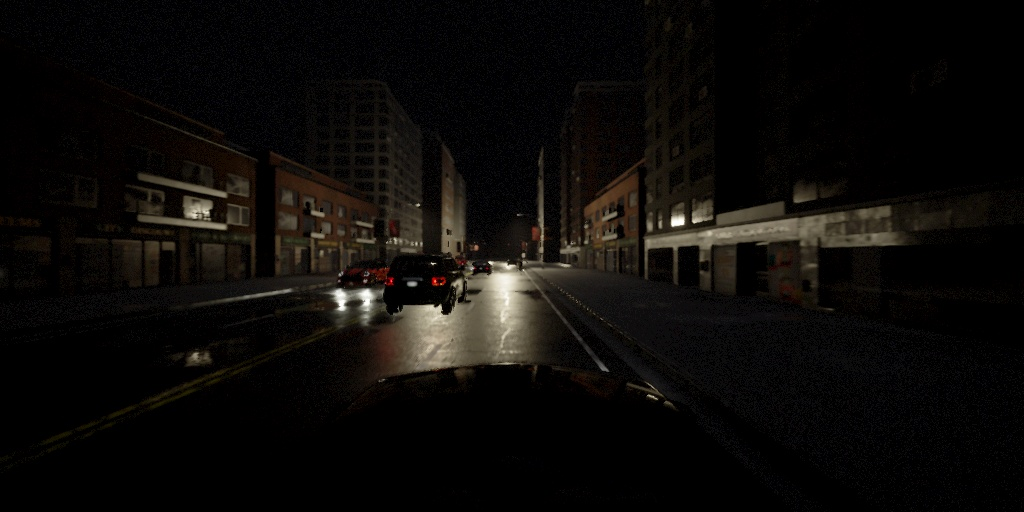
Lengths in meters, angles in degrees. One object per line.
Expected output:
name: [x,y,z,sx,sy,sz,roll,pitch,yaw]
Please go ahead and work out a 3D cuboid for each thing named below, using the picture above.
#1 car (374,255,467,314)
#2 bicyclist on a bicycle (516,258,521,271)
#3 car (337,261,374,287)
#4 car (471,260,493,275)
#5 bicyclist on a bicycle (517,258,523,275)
car: [-3.144,0.972,13.976,2.150,2.045,5.566,0,0,0]
bicyclist on a bicycle: [0.913,1.125,47.866,0.659,1.776,1.843,0,0,0]
car: [-9.836,1.104,24.162,2.097,1.767,4.553,0,0,0]
car: [-3.132,1.300,38.700,2.033,1.411,5.357,0,0,0]
bicyclist on a bicycle: [0.909,1.206,37.394,0.582,1.620,1.656,0,0,0]
